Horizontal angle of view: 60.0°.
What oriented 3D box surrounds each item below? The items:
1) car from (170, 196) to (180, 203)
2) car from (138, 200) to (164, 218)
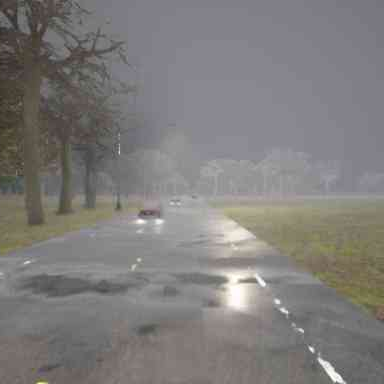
[{"bbox_3d":[-3.541,1.561,71.463,1.812,1.442,4.674,0,0,0],"label":"car"},{"bbox_3d":[-3.614,1.499,30.089,1.882,1.535,5.008,0,0,0],"label":"car"}]
